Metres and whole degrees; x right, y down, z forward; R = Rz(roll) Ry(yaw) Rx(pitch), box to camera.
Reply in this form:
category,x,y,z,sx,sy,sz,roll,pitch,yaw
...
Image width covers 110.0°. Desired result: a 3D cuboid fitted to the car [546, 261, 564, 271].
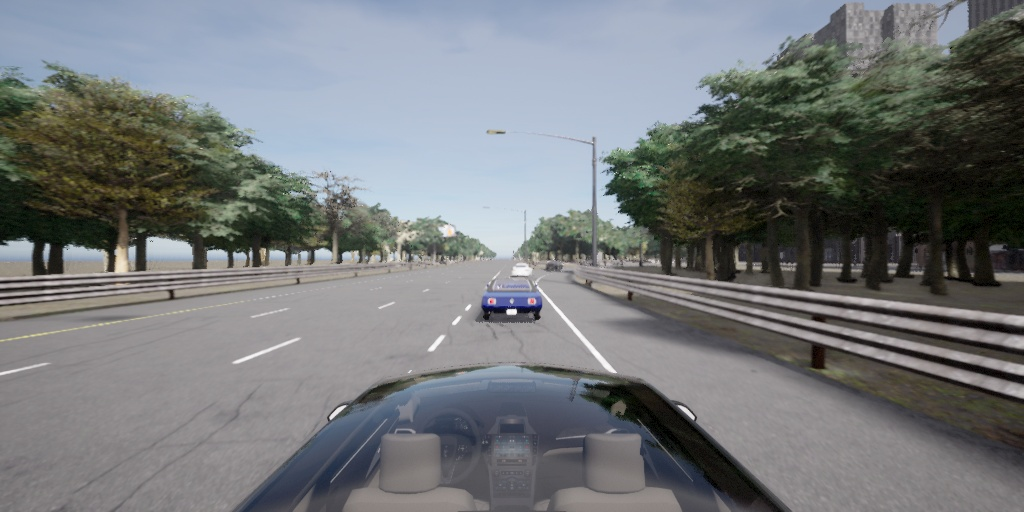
category,x,y,z,sx,sy,sz,roll,pitch,yaw
car,6.639,1.547,55.153,1.837,1.490,4.892,-1,-1,23

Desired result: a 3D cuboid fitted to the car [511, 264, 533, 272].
category,x,y,z,sx,sy,sz,roll,pitch,yaw
car,1.040,1.455,34.939,1.812,1.442,4.674,0,0,8

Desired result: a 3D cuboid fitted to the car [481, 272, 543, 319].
category,x,y,z,sx,sy,sz,roll,pitch,yaw
car,-0.003,1.412,13.049,1.895,1.301,4.718,0,0,0
